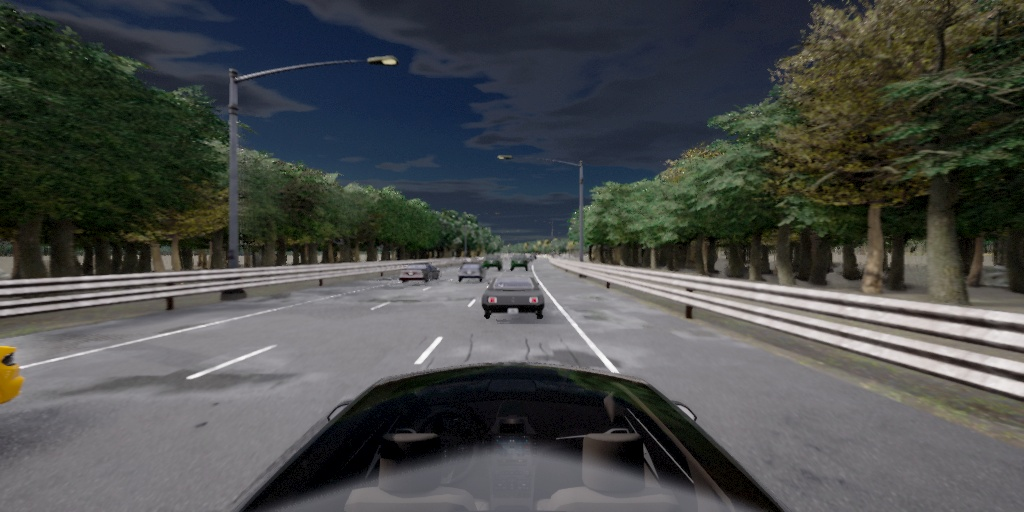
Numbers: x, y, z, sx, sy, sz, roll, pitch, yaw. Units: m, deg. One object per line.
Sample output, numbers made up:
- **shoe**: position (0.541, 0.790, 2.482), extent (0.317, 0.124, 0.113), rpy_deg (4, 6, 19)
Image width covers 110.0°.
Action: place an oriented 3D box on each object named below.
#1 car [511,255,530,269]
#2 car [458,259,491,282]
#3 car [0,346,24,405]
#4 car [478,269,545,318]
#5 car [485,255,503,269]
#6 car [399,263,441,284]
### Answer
- **car**: position (1.005, 0.827, 46.741), extent (2.150, 2.045, 5.566), rpy_deg (0, 0, 3)
- **car**: position (-3.052, 1.221, 28.190), extent (2.033, 1.411, 5.357), rpy_deg (0, 0, 0)
- **car**: position (-6.894, 1.230, 2.217), extent (1.882, 1.535, 5.008), rpy_deg (0, 0, 0)
- **car**: position (0.061, 1.318, 12.730), extent (1.895, 1.301, 4.718), rpy_deg (0, 0, 1)
- **car**: position (-2.405, 0.829, 46.552), extent (2.150, 2.045, 5.566), rpy_deg (0, 1, 3)
- **car**: position (-6.644, 1.228, 26.334), extent (2.033, 1.411, 5.357), rpy_deg (0, 0, 2)
